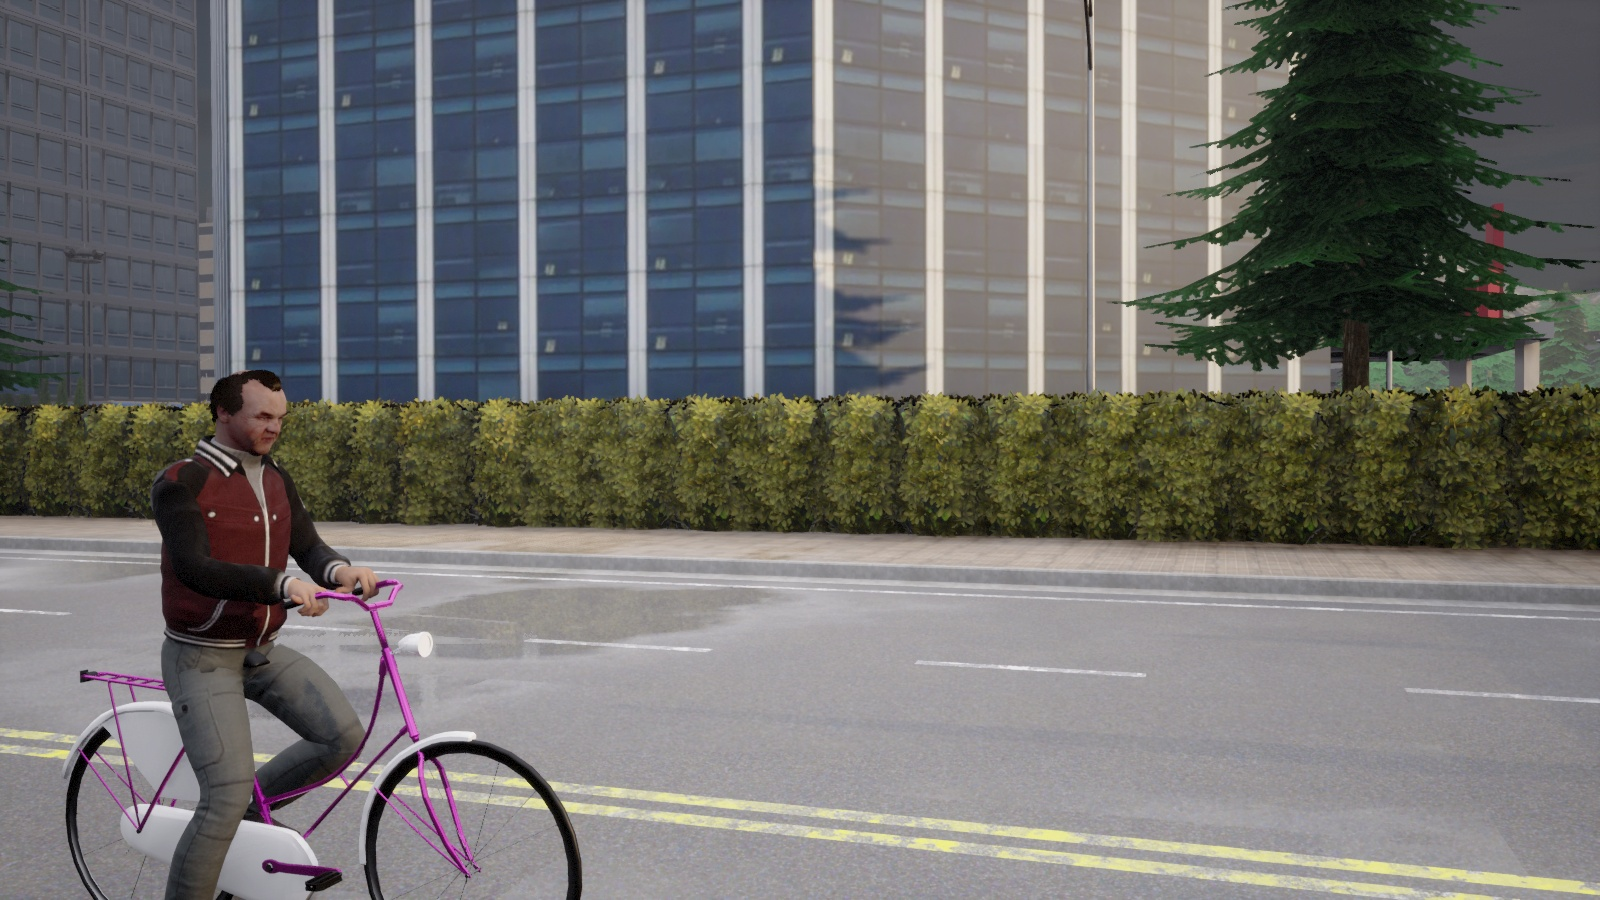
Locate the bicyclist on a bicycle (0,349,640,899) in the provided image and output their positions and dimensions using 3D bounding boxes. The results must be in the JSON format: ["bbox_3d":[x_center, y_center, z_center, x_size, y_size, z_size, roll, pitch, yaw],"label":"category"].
[{"bbox_3d":[-1.451,0.633,3.680,1.843,1.776,0.659,0,1,19],"label":"bicyclist on a bicycle"}]
